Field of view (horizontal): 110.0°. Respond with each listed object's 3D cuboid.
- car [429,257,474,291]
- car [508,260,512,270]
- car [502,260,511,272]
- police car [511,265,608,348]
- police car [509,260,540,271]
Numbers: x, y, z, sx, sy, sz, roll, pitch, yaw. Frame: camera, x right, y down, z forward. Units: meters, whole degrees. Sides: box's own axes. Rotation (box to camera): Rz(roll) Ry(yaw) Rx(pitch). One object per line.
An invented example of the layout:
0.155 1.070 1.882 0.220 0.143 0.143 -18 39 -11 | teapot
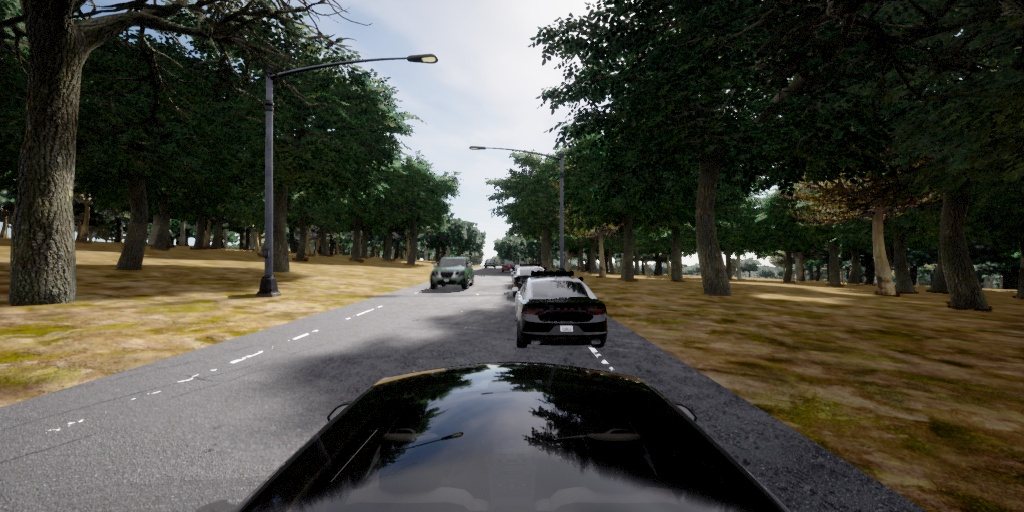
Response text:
-3.712 1.050 23.060 2.150 2.045 5.566 0 0 0 | car
0.910 1.298 25.353 1.882 1.535 5.008 -2 0 -1 | car
-0.411 1.407 51.681 2.097 1.767 4.553 0 -1 -1 | car
1.035 1.191 9.438 1.930 1.638 5.238 0 0 0 | police car
0.969 1.221 19.451 1.930 1.638 5.238 -1 0 0 | police car
